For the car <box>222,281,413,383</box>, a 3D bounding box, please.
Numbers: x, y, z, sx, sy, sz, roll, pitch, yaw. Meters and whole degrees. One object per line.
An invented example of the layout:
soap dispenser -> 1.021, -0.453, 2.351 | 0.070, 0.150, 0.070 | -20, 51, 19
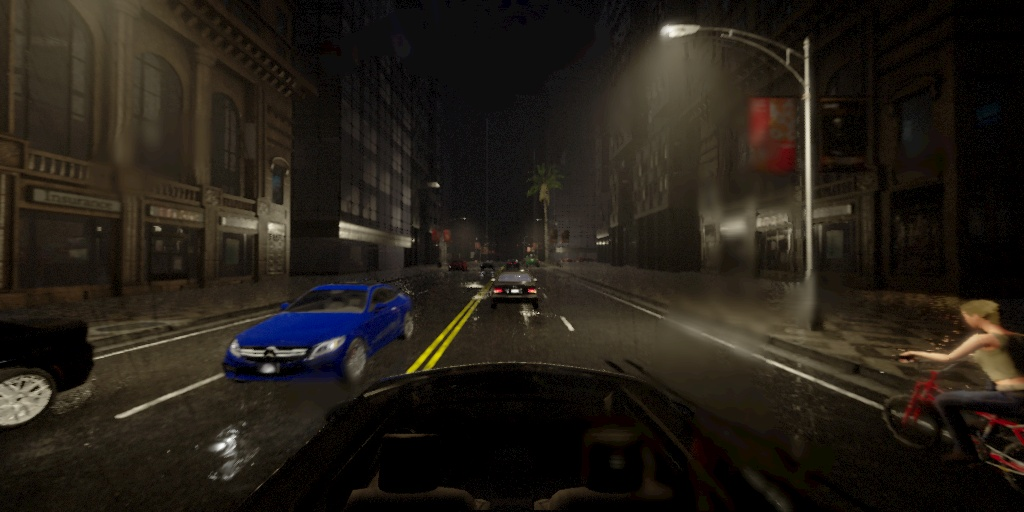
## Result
car -> -3.347, 1.276, 7.250 | 1.812, 1.442, 4.674 | 0, 0, 0

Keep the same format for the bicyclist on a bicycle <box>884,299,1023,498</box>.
bicyclist on a bicycle -> 4.137, 1.187, 3.240 | 0.866, 1.612, 1.509 | 0, 0, 0

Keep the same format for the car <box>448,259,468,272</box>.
car -> -6.560, 1.170, 44.040 | 1.882, 1.535, 5.008 | 0, 0, 0

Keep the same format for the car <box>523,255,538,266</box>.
car -> 3.383, 0.905, 62.396 | 2.150, 2.045, 5.566 | 0, 0, 0

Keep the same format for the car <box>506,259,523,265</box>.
car -> 0.127, 1.177, 50.011 | 2.128, 1.511, 4.902 | 0, 0, 0

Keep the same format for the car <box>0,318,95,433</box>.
car -> -6.600, 1.228, 2.690 | 1.882, 1.535, 5.008 | 0, 0, 0

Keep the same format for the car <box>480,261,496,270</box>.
car -> -3.293, 1.287, 49.605 | 1.895, 1.301, 4.718 | 0, 0, 0

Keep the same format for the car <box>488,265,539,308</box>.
car -> 0.107, 1.293, 15.246 | 2.033, 1.411, 5.357 | 0, 0, 0
